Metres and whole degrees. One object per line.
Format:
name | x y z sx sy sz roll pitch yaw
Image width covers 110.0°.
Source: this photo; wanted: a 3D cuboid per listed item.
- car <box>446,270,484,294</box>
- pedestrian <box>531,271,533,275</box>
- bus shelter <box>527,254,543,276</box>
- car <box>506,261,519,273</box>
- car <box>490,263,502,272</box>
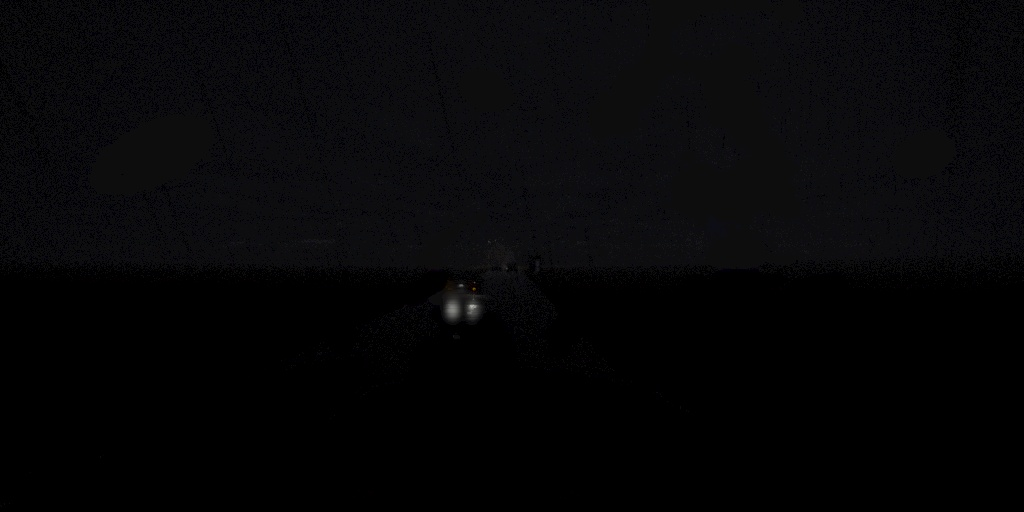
car | -2.846 1.588 22.502 1.994 1.385 4.181 0 -1 0
pedestrian | 2.830 1.684 50.066 0.375 1.860 0.375 -2 2 -10
bus shelter | 3.130 1.230 47.655 1.920 2.740 3.880 0 0 0
car | 0.033 2.017 60.346 1.837 1.490 4.892 0 -1 1
car | -2.769 2.020 63.720 1.882 1.535 5.008 0 -1 1
